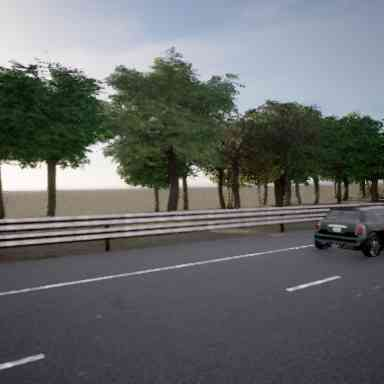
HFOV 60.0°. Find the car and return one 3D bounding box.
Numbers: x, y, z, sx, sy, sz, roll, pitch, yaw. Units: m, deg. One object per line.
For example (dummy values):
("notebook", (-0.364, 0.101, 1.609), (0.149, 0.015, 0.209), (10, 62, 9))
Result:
("car", (6.825, 1.336, 12.914), (4.553, 1.767, 2.097), (0, 0, -35))
